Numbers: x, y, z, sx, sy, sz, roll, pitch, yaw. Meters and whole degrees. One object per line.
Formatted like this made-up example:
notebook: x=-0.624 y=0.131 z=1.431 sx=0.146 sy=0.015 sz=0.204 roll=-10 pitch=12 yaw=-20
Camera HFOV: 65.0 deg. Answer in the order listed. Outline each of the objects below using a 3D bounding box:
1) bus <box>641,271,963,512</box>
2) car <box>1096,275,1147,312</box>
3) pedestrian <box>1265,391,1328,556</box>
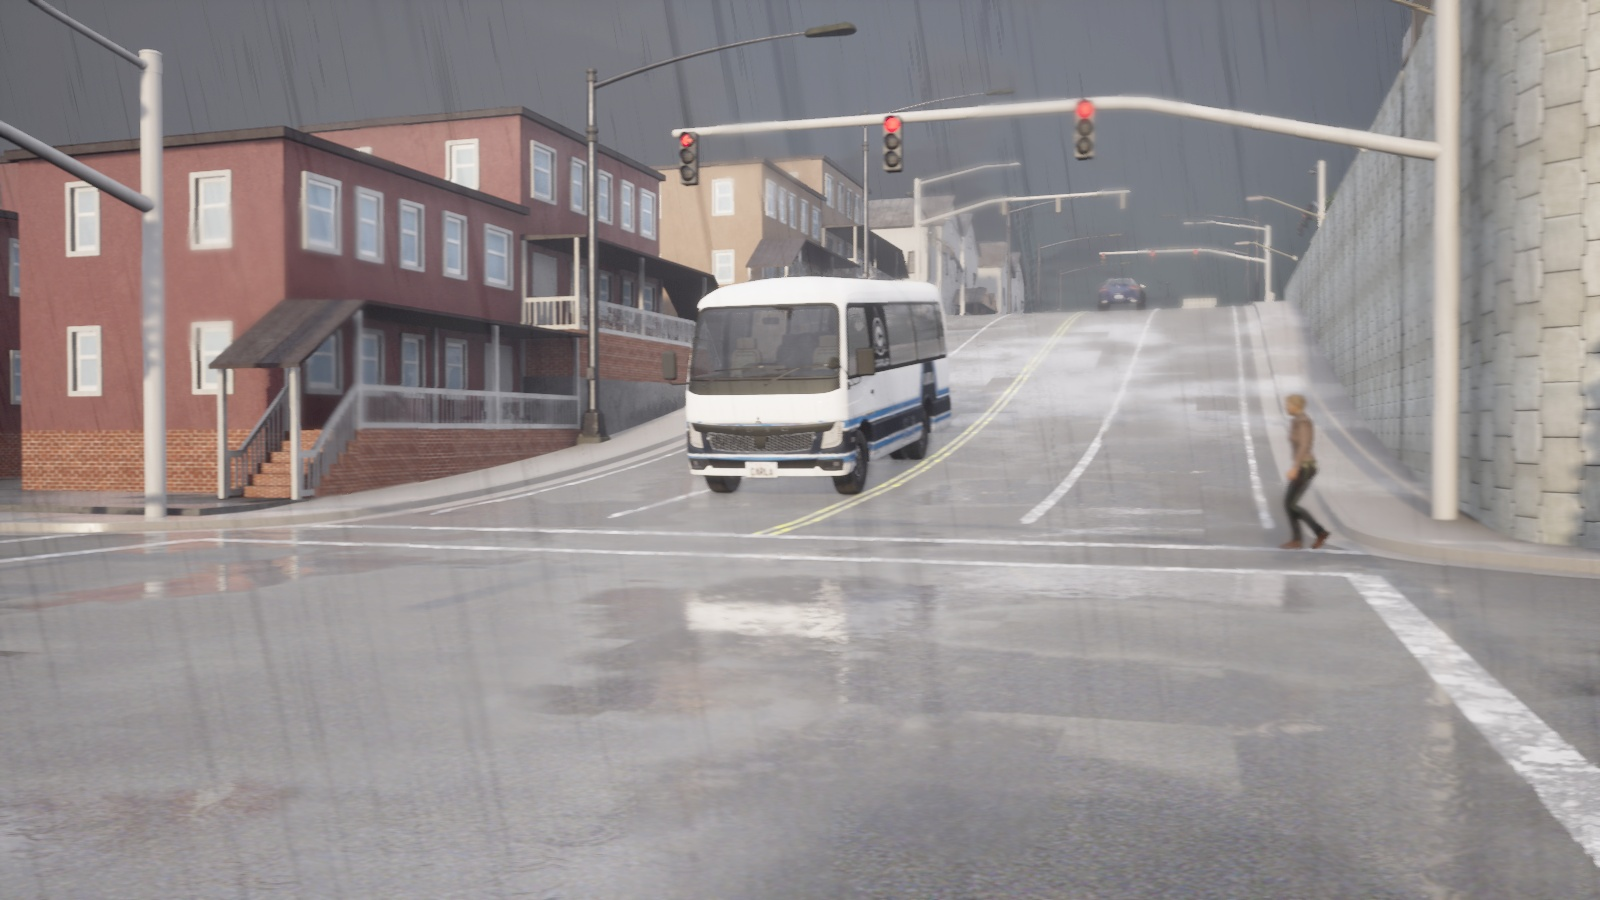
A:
bus: x=0.623 y=-1.602 z=27.585 sx=3.944 sy=4.253 sz=10.273 roll=1 pitch=7 yaw=18
car: x=16.213 y=-7.831 z=63.174 sx=2.152 sy=1.651 sz=5.027 roll=1 pitch=6 yaw=18
pedestrian: x=5.658 y=0.257 z=14.335 sx=0.634 sy=1.846 sz=0.331 roll=1 pitch=1 yaw=19
